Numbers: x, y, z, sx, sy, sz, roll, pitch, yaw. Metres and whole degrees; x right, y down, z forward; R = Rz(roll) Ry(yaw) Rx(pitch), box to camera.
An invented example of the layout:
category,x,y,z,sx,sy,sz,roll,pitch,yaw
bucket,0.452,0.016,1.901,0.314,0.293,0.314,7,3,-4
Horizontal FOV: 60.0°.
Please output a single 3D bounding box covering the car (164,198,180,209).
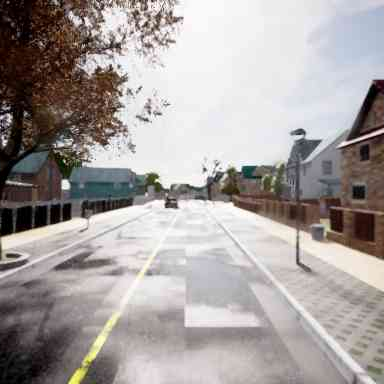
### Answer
category,x,y,z,sx,sy,sz,roll,pitch,yaw
car,-2.770,1.546,46.077,1.837,1.490,4.892,0,-1,1
